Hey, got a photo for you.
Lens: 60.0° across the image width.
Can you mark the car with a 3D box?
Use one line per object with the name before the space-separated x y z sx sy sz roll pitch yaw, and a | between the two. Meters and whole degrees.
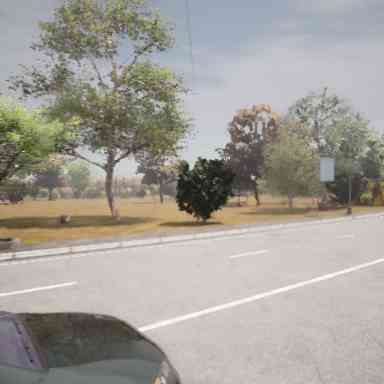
car | -2.102 1.573 2.361 4.181 1.385 1.994 0 0 -35
